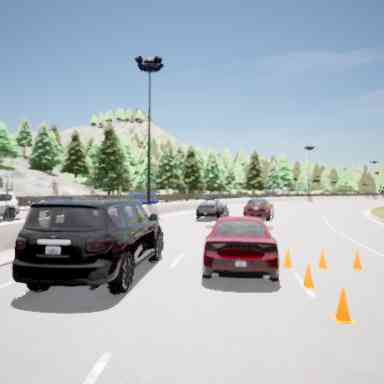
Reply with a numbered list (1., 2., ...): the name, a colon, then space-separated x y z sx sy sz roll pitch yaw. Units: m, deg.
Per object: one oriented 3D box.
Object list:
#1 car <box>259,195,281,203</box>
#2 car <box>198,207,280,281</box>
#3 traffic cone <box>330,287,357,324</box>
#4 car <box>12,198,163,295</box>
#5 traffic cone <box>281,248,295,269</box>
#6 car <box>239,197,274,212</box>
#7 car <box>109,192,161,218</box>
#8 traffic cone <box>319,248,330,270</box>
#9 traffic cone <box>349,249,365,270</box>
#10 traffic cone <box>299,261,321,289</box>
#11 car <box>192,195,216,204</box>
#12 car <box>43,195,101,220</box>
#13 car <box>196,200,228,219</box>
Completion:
1. car: 15.417 1.409 65.290 2.033 1.411 5.357 1 0 40
2. car: 1.413 1.451 9.884 1.882 1.535 5.008 0 0 7
3. traffic cone: 2.642 1.955 5.821 0.340 0.580 0.340 0 0 3
4. car: -2.282 1.168 8.839 2.150 2.045 5.566 0 0 6
5. traffic cone: 2.834 1.941 9.816 0.340 0.580 0.340 0 0 3
6. car: 5.525 1.294 27.217 2.097 1.767 4.553 1 0 18
7. car: -4.921 1.066 29.785 2.150 2.045 5.566 0 0 19
8. traffic cone: 3.833 1.950 9.768 0.340 0.580 0.340 0 0 3
9. traffic cone: 4.832 1.958 9.720 0.340 0.580 0.340 0 0 3
10. traffic cone: 2.738 1.948 7.818 0.340 0.580 0.340 0 0 3
11. car: 2.209 1.299 59.678 1.837 1.490 4.892 0 0 35
12. car: -9.457 1.171 26.756 2.097 1.767 4.553 1 0 16
13. car: 1.706 1.403 26.862 2.128 1.511 4.902 0 0 17
